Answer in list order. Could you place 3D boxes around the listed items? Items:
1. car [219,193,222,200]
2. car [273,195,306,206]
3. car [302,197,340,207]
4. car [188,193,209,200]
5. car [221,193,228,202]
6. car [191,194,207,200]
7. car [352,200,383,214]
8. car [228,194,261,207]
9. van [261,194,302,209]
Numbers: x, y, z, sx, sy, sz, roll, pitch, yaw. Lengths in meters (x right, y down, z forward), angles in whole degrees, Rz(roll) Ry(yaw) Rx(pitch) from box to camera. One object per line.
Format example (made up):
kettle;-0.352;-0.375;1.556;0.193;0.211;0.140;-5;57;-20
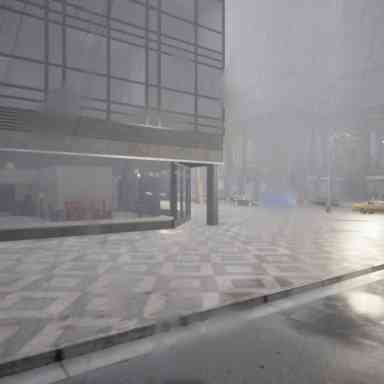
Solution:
car;4.558;0.880;62.742;1.967;1.590;4.097;1;0;-35
car;14.267;1.223;48.966;1.887;1.381;4.507;1;0;-35
car;17.502;1.315;44.375;1.947;1.339;4.313;1;0;-35
car;1.320;0.910;67.333;2.008;1.369;4.403;1;0;-35
car;7.793;1.073;58.151;2.008;1.369;4.403;1;0;-35
car;0.927;1.051;53.095;1.752;1.417;4.829;1;0;-35
car;17.112;1.398;30.129;1.752;1.417;4.829;1;0;-35
car;7.303;1.230;44.047;2.008;1.369;4.403;1;0;-35
van;10.541;1.090;39.455;1.690;1.788;3.998;1;0;-35
